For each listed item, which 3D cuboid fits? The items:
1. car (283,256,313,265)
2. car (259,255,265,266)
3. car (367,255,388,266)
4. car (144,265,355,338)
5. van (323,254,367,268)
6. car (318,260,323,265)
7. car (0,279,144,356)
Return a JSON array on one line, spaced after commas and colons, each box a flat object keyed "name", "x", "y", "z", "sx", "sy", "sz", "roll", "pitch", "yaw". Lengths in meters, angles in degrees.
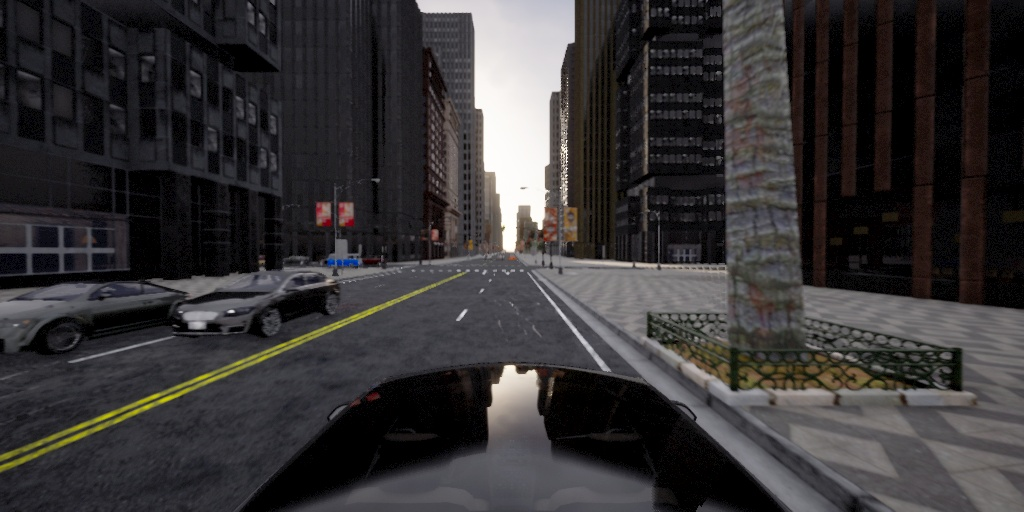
[{"name": "car", "x": -31.875, "y": 0.617, "z": 53.035, "sx": 4.403, "sy": 1.370, "sz": 2.007, "roll": 0, "pitch": 0, "yaw": 0}, {"name": "car", "x": -31.737, "y": 0.722, "z": 44.509, "sx": 4.829, "sy": 1.417, "sz": 1.751, "roll": 0, "pitch": 0, "yaw": 0}, {"name": "car", "x": -20.626, "y": 0.609, "z": 52.992, "sx": 4.097, "sy": 1.591, "sz": 1.967, "roll": 0, "pitch": 0, "yaw": 0}, {"name": "car", "x": -6.595, "y": 1.173, "z": 9.967, "sx": 2.128, "sy": 1.511, "sz": 4.902, "roll": 0, "pitch": 0, "yaw": 0}, {"name": "van", "x": -20.659, "y": 0.641, "z": 44.468, "sx": 3.998, "sy": 1.789, "sz": 1.690, "roll": 0, "pitch": 0, "yaw": 0}, {"name": "car", "x": -26.249, "y": 0.684, "z": 53.014, "sx": 4.313, "sy": 1.339, "sz": 1.948, "roll": 0, "pitch": 0, "yaw": 0}, {"name": "car", "x": -9.846, "y": 1.258, "z": 8.337, "sx": 1.994, "sy": 1.385, "sz": 4.181, "roll": 0, "pitch": 0, "yaw": 0}]
